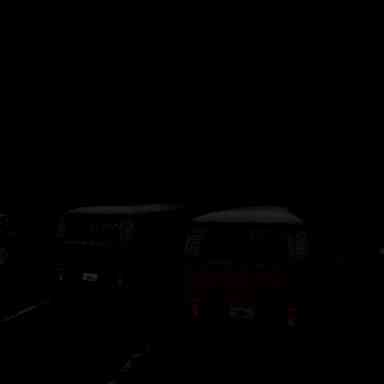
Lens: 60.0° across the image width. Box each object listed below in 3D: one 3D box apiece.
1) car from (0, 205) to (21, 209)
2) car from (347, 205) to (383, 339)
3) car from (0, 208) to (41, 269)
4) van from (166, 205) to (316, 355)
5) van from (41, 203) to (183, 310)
[{"bbox_3d":[-8.454,1.370,13.015,2.185,1.767,4.553,1,-1,16],"label":"car"},{"bbox_3d":[3.578,1.235,4.364,2.435,2.045,5.566,1,-1,16],"label":"car"},{"bbox_3d":[-6.050,1.495,11.261,2.231,1.521,4.892,0,-1,15],"label":"car"},{"bbox_3d":[1.198,1.264,6.224,1.878,1.987,4.442,0,-1,16],"label":"van"},{"bbox_3d":[-1.210,1.266,7.944,1.878,1.987,4.442,0,-1,16],"label":"van"}]
